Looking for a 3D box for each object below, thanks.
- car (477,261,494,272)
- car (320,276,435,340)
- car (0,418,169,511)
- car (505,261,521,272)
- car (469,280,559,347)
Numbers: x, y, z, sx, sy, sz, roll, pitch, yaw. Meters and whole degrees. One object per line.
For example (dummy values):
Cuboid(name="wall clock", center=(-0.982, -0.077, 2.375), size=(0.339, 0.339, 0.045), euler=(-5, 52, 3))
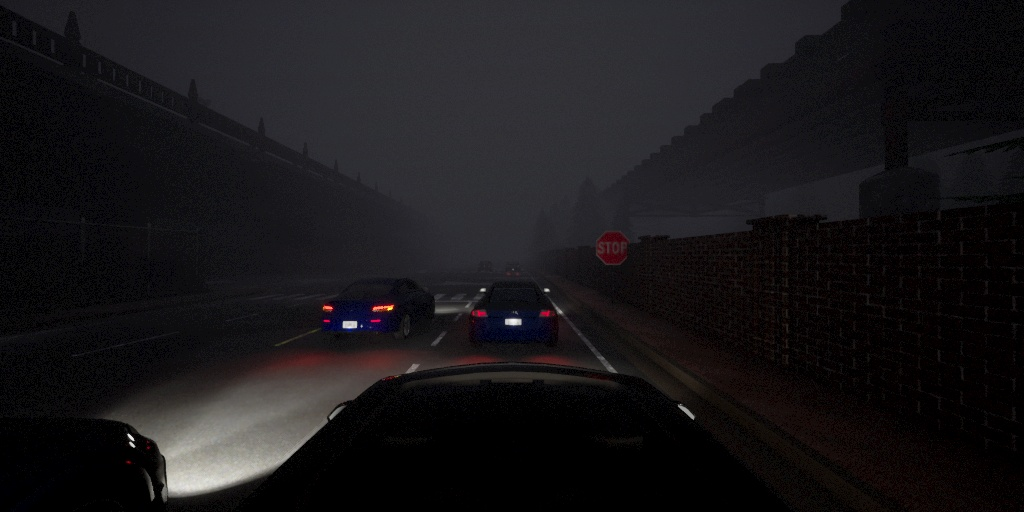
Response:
Cuboid(name="car", center=(-3.391, 1.297, 45.963), size=(2.033, 1.411, 5.357), euler=(0, 0, -1))
Cuboid(name="car", center=(-3.412, 1.276, 9.838), size=(1.812, 1.442, 4.674), euler=(0, 0, 0))
Cuboid(name="car", center=(-3.399, 1.314, 0.742), size=(1.994, 1.385, 4.181), euler=(0, 0, 0))
Cuboid(name="car", center=(0.104, 1.351, 46.131), size=(1.895, 1.301, 4.718), euler=(0, 0, -1))
Cuboid(name="car", center=(0.070, 1.314, 9.315), size=(1.994, 1.385, 4.181), euler=(0, 0, 1))
